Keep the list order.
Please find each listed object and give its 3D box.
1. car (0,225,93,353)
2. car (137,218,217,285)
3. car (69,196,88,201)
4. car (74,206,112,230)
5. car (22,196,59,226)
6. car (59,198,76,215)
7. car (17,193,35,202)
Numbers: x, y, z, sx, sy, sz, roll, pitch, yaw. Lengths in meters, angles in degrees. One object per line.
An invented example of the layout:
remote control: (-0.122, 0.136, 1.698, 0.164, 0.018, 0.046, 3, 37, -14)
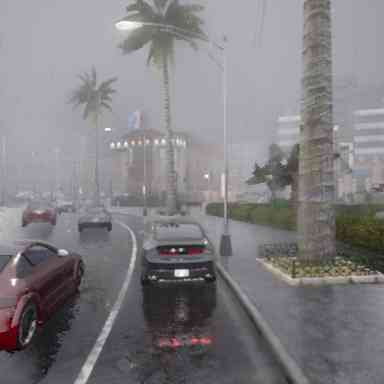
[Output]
car: (-3.384, 1.586, 6.127, 1.994, 1.385, 4.181, 0, 0, -4)
car: (-0.502, 1.521, 9.649, 1.837, 1.490, 4.892, 0, 0, -7)
car: (-30.470, 1.825, 89.001, 4.718, 1.301, 1.895, 0, 0, 22)
car: (-6.242, 1.620, 21.366, 1.994, 1.385, 4.181, 0, 0, -17)
car: (-10.982, 1.431, 24.121, 2.097, 1.767, 4.553, 0, 0, -22)
car: (-13.780, 1.632, 35.552, 1.812, 1.442, 4.674, 0, 0, -37)
car: (-37.023, 1.504, 72.128, 4.553, 1.767, 2.185, 0, 0, 22)
